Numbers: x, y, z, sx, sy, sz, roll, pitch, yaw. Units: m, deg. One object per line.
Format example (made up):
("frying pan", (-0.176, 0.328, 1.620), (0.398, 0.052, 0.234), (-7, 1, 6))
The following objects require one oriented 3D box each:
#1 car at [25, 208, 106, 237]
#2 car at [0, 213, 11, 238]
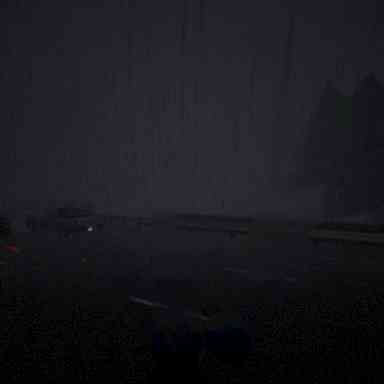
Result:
("car", (-6.729, 1.499, 17.409), (4.718, 1.301, 1.895), (0, 0, 36))
("car", (-10.309, 1.410, 15.666), (4.674, 1.442, 1.812), (0, 0, 36))
